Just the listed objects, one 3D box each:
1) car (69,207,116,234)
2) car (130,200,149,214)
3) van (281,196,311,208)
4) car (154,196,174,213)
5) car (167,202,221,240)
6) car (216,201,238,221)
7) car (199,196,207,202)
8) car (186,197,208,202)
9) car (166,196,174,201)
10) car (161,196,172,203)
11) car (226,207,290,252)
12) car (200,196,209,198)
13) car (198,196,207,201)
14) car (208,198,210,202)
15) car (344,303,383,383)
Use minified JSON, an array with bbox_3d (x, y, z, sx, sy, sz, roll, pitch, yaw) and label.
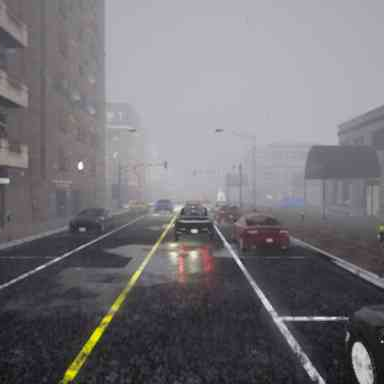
[{"bbox_3d":[-5.689,1.570,19.457,1.947,1.339,4.313,0,0,0],"label":"car"},{"bbox_3d":[-5.685,1.543,36.377,1.752,1.417,4.829,0,0,0],"label":"car"},{"bbox_3d":[14.672,1.436,47.303,3.998,1.788,1.690,0,0,0],"label":"van"},{"bbox_3d":[-3.023,1.496,37.022,1.882,1.535,5.008,0,0,1],"label":"car"},{"bbox_3d":[0.106,1.494,16.945,2.128,1.511,4.902,0,0,0],"label":"car"},{"bbox_3d":[2.693,1.553,25.147,1.887,1.381,4.507,0,0,0],"label":"car"},{"bbox_3d":[2.708,1.662,80.406,1.802,1.307,4.206,0,0,0],"label":"car"},{"bbox_3d":[0.111,1.505,32.028,2.128,1.511,4.902,0,0,0],"label":"car"},{"bbox_3d":[-5.671,1.643,86.093,2.008,1.369,4.403,0,0,0],"label":"car"},{"bbox_3d":[-5.674,1.620,74.699,2.008,1.369,4.403,0,0,0],"label":"car"},{"bbox_3d":[2.689,1.547,13.753,1.887,1.381,4.507,0,0,0],"label":"car"},{"bbox_3d":[2.704,1.499,69.012,1.967,1.590,4.097,0,0,0],"label":"car"},{"bbox_3d":[2.709,1.643,86.103,2.008,1.369,4.403,0,0,0],"label":"car"},{"bbox_3d":[2.694,1.538,31.014,1.752,1.417,4.829,0,0,0],"label":"car"},{"bbox_3d":[2.687,1.551,2.361,2.008,1.369,4.403,0,0,0],"label":"car"}]
